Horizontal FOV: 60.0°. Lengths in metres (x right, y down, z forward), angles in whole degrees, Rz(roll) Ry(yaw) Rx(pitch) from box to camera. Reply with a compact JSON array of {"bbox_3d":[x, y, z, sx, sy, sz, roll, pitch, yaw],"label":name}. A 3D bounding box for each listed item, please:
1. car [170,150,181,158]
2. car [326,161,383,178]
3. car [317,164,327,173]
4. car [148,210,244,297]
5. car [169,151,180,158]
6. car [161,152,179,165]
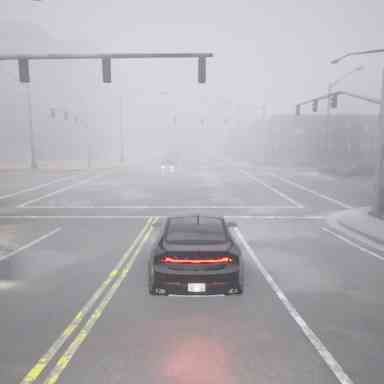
[{"bbox_3d":[-3.482,-8.098,70.992,1.882,1.535,5.008,0,9,0],"label":"car"},{"bbox_3d":[16.651,-2.153,32.854,5.357,1.411,2.033,0,9,2],"label":"car"},{"bbox_3d":[15.946,-2.669,36.315,4.181,1.385,1.994,0,9,0],"label":"car"},{"bbox_3d":[0.074,1.200,8.020,1.837,1.490,4.892,0,4,0],"label":"car"},{"bbox_3d":[-3.552,-6.657,60.814,2.097,1.767,4.553,0,9,0],"label":"car"},{"bbox_3d":[-3.584,-4.898,50.684,2.033,1.411,5.357,0,9,0],"label":"car"}]
